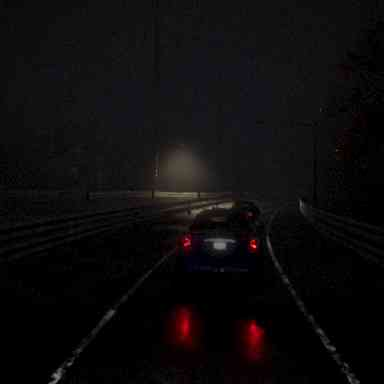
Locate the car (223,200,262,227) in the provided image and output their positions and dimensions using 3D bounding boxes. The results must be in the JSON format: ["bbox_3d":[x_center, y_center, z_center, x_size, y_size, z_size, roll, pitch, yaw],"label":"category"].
[{"bbox_3d":[3.595,1.351,22.781,2.033,1.411,5.357,0,1,16],"label":"car"}]

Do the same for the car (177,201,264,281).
[{"bbox_3d":[0.953,1.254,9.836,2.097,1.767,4.553,0,0,8],"label":"car"}]
